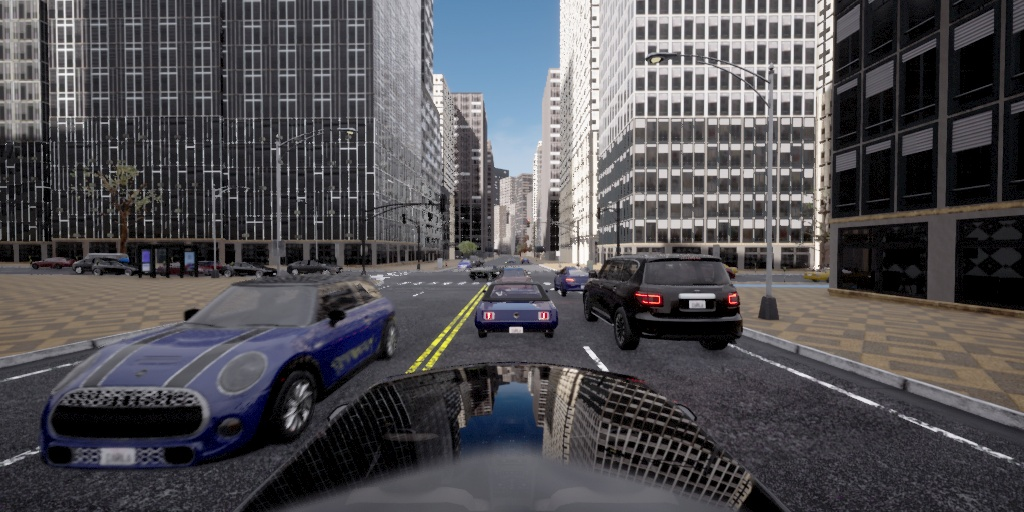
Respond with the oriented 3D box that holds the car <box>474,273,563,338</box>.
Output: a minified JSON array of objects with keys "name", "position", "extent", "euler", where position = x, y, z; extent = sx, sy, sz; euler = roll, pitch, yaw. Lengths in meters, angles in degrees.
[{"name":"car","position":[0.093,1.347,10.137],"extent":[1.895,1.301,4.718],"euler":[0,0,0]}]

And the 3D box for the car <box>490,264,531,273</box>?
[{"name":"car","position":[0.085,1.304,18.874],"extent":[1.994,1.385,4.181],"euler":[0,0,0]}]

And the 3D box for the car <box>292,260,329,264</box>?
[{"name":"car","position":[-18.470,1.106,33.738],"extent":[4.892,1.490,1.837],"euler":[1,1,1]}]

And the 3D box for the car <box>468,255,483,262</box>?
[{"name":"car","position":[-6.632,0.922,61.125],"extent":[2.150,2.045,5.566],"euler":[0,0,0]}]

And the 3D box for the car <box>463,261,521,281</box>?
[{"name":"car","position":[-1.609,1.400,30.458],"extent":[1.895,1.301,4.718],"euler":[0,0,36]}]

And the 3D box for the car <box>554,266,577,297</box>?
[{"name":"car","position":[3.333,1.266,18.867],"extent":[1.812,1.442,4.674],"euler":[0,0,0]}]

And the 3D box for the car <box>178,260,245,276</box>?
[{"name":"car","position":[-28.351,1.112,33.931],"extent":[4.718,1.301,1.895],"euler":[1,1,1]}]

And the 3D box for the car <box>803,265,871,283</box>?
[{"name":"car","position":[27.613,1.577,30.440],"extent":[4.829,1.417,1.751],"euler":[0,0,1]}]

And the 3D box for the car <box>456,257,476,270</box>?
[{"name":"car","position":[-6.638,1.239,51.162],"extent":[1.812,1.442,4.674],"euler":[0,0,-2]}]

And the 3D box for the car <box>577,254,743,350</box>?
[{"name":"car","position":[3.343,0.968,9.175],"extent":[2.150,2.045,5.566],"euler":[0,0,0]}]

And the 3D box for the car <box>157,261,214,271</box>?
[{"name":"car","position":[-28.445,1.137,31.243],"extent":[4.207,1.307,1.802],"euler":[0,0,1]}]

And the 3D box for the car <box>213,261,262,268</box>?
[{"name":"car","position":[-22.761,1.172,31.115],"extent":[4.313,1.339,1.948],"euler":[0,0,1]}]

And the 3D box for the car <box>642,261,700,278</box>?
[{"name":"car","position":[16.059,1.336,36.405],"extent":[5.008,1.535,1.882],"euler":[0,1,0]}]

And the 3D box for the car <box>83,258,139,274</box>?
[{"name":"car","position":[-34.126,1.068,31.410],"extent":[4.313,1.339,1.948],"euler":[0,0,1]}]

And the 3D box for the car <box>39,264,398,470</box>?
[{"name":"car","position":[-3.335,1.100,5.283],"extent":[2.097,1.767,4.553],"euler":[0,0,0]}]

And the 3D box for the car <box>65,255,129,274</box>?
[{"name":"car","position":[-38.789,0.921,34.139],"extent":[4.892,1.490,1.837],"euler":[1,1,1]}]

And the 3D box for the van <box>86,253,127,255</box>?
[{"name":"van","position":[-45.325,0.603,40.060],"extent":[3.998,1.789,1.690],"euler":[0,0,1]}]

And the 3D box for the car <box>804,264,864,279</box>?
[{"name":"car","position":[32.342,1.564,36.137],"extent":[4.181,1.385,1.994],"euler":[0,1,1]}]
